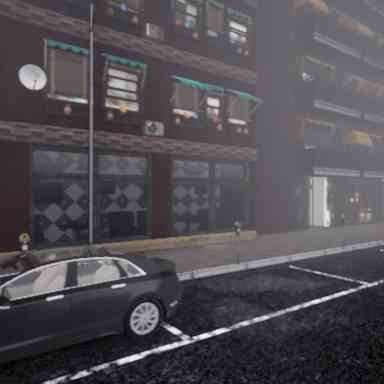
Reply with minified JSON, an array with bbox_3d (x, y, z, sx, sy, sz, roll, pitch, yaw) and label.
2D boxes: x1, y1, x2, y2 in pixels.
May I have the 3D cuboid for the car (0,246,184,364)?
[{"bbox_3d":[-2.197,1.557,4.994,4.403,1.369,2.008,0,0,-35],"label":"car"}]
